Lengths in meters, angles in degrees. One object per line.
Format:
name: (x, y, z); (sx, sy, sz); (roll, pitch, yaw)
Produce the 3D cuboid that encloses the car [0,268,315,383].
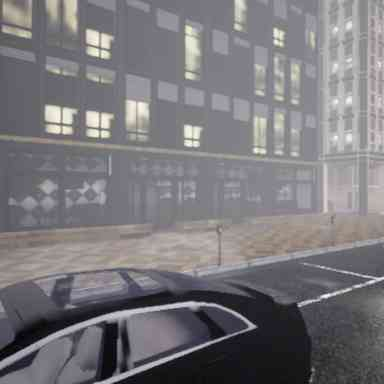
car: (-1.080, 1.492, 2.603); (4.902, 1.511, 2.128); (0, 0, -35)
